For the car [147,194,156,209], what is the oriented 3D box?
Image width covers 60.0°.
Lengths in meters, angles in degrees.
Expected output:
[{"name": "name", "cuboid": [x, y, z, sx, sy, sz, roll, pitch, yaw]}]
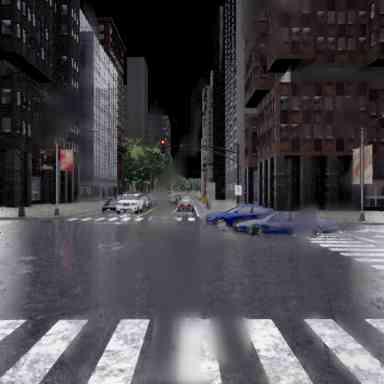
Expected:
[{"name": "car", "cuboid": [-6.634, 1.375, 45.591, 2.097, 1.767, 4.553, 0, 0, 0]}]

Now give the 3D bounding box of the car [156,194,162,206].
[{"name": "car", "cuboid": [-6.717, 1.398, 55.792, 2.097, 1.767, 4.553, 0, 0, 0]}]

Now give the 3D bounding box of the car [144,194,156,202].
[{"name": "car", "cuboid": [-9.595, 1.417, 76.909, 2.192, 1.841, 5.009, 0, 0, -1]}]

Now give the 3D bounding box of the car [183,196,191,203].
[{"name": "car", "cuboid": [-1.020, 1.612, 71.723, 1.752, 1.417, 4.829, 0, 0, -1]}]

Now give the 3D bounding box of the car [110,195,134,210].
[{"name": "car", "cuboid": [-9.292, 1.335, 44.354, 2.192, 1.841, 5.009, 0, 0, -1]}]

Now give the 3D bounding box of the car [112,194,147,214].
[{"name": "car", "cuboid": [-6.545, 1.223, 35.566, 2.150, 2.045, 5.566, 0, 0, -1]}]

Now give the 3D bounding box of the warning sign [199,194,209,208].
[{"name": "warning sign", "cuboid": [1.560, 1.132, 42.696, 1.300, 1.860, 1.060, 0, 0, -1]}]

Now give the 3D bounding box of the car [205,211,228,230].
[{"name": "car", "cuboid": [3.353, 1.546, 20.905, 5.008, 1.535, 1.882, 1, 0, -1]}]

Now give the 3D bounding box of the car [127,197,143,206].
[{"name": "car", "cuboid": [-9.391, 1.570, 55.035, 1.752, 1.417, 4.829, 0, 0, -1]}]

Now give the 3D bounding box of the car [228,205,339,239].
[{"name": "car", "cuboid": [4.852, 1.642, 17.669, 5.357, 1.411, 2.033, 1, 0, 0]}]

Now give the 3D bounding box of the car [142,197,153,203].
[{"name": "car", "cuboid": [-9.544, 1.669, 71.482, 1.802, 1.307, 4.206, 0, 0, -1]}]

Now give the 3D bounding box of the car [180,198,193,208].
[{"name": "car", "cuboid": [-0.817, 1.614, 49.853, 1.802, 1.307, 4.206, 0, 0, -1]}]

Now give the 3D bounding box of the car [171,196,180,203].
[{"name": "car", "cuboid": [-3.815, 1.694, 75.834, 1.895, 1.301, 4.718, 0, 0, -1]}]

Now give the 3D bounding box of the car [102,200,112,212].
[{"name": "car", "cuboid": [-9.241, 1.574, 38.928, 1.947, 1.339, 4.313, 0, 0, -1]}]

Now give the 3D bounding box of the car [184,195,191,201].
[{"name": "car", "cuboid": [-1.171, 1.574, 87.827, 1.967, 1.590, 4.097, 0, 0, -1]}]

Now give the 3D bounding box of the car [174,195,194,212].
[{"name": "car", "cuboid": [-0.717, 1.448, 39.004, 1.967, 1.590, 4.097, 0, 0, -1]}]

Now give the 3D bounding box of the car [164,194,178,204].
[{"name": "car", "cuboid": [-3.611, 1.559, 64.121, 2.128, 1.511, 4.902, 0, 0, 0]}]

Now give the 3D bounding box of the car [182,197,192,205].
[{"name": "car", "cuboid": [-0.918, 1.603, 60.703, 1.887, 1.381, 4.507, 0, 0, -1]}]

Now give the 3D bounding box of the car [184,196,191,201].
[{"name": "car", "cuboid": [-1.222, 1.696, 93.252, 1.887, 1.381, 4.507, 0, 0, -1]}]
